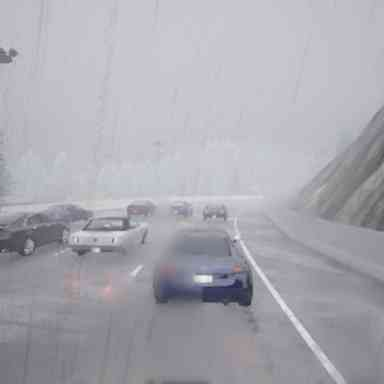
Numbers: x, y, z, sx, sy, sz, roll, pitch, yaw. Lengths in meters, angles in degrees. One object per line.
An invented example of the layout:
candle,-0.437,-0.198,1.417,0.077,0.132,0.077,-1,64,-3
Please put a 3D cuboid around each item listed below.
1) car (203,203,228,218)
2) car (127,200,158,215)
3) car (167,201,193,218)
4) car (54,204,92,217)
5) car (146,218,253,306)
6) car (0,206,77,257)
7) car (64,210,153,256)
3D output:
car,2.063,1.624,28.127,1.895,1.301,4.718,0,0,8
car,-4.543,1.505,31.124,1.882,1.535,5.008,0,0,9
car,-1.086,1.552,30.673,1.812,1.442,4.674,0,0,9
car,-9.061,1.570,24.126,2.033,1.411,5.357,0,0,7
car,0.277,1.571,8.127,1.994,1.385,4.181,0,0,2
car,-6.494,1.517,13.028,1.837,1.490,4.892,0,0,3
car,-2.999,1.613,13.101,1.895,1.301,4.718,0,0,3
